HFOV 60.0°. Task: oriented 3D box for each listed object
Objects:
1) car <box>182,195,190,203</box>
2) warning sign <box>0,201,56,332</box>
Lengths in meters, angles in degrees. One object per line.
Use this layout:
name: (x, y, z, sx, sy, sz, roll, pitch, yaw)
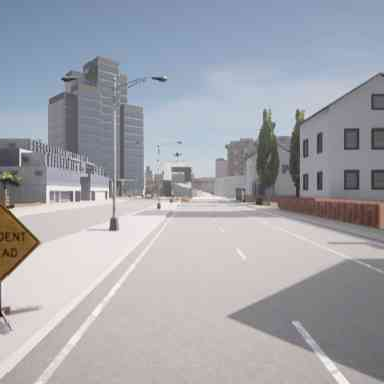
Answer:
car: (-1.225, 1.488, 69.514, 1.801, 1.575, 5.366, 0, 0, 0)
warning sign: (-3.050, 1.087, 5.325, 1.300, 1.860, 1.060, 0, 0, 0)
